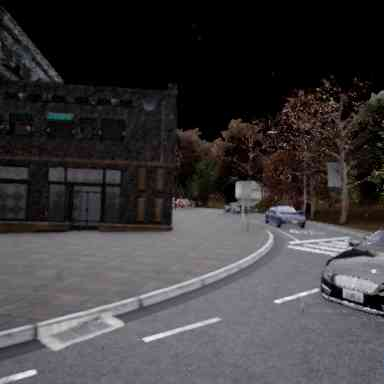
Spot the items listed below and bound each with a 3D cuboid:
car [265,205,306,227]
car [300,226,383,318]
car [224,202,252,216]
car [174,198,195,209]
[{"bbox_3d":[6.534,1.682,23.754,1.812,1.442,4.674,2,0,-2],"label":"car"},{"bbox_3d":[4.714,1.483,7.043,4.902,1.511,2.128,0,0,-36],"label":"car"},{"bbox_3d":[4.993,1.808,36.638,1.994,1.385,4.181,2,-1,-13],"label":"car"},{"bbox_3d":[-1.251,1.782,54.510,2.097,1.767,4.553,3,-2,-24],"label":"car"}]
